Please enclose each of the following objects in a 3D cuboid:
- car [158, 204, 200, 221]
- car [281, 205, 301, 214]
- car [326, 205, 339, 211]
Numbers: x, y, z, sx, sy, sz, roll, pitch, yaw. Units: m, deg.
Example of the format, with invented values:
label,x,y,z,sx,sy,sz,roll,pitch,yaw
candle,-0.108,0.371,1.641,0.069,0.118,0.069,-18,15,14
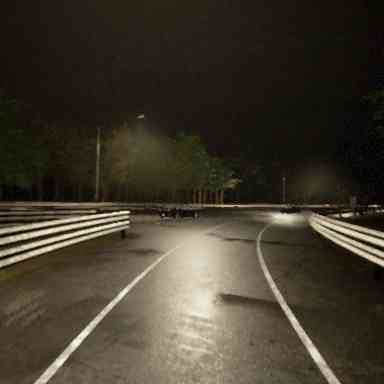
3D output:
label,x,y,z,sx,sy,sz,roll,pitch,yaw
car,-1.149,1.942,32.019,2.128,1.511,4.902,0,-2,37
car,16.683,2.984,56.110,2.033,1.411,5.357,0,-2,37
car,33.029,3.823,78.186,1.882,1.535,5.008,0,-2,37
